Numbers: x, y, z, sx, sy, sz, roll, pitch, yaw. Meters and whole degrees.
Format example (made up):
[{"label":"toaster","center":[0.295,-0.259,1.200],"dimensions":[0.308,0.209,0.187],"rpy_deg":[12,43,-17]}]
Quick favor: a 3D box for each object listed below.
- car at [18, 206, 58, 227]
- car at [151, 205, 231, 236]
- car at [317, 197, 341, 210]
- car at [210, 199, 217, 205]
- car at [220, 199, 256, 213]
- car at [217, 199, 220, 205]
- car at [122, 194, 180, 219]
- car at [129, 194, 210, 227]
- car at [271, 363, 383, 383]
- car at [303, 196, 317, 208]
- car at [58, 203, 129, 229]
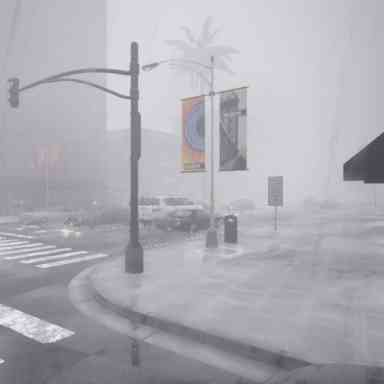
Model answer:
[{"label":"car","center":[-9.294,1.615,22.957],"dimensions":[1.895,1.301,4.718],"rpy_deg":[0,0,35]},{"label":"car","center":[0.107,1.631,19.009],"dimensions":[1.895,1.301,4.718],"rpy_deg":[0,0,35]},{"label":"car","center":[19.171,1.666,45.992],"dimensions":[1.994,1.385,4.181],"rpy_deg":[0,0,35]},{"label":"car","center":[-0.105,1.515,30.317],"dimensions":[1.882,1.535,5.008],"rpy_deg":[0,0,35]},{"label":"car","center":[5.734,1.550,38.566],"dimensions":[2.128,1.511,4.902],"rpy_deg":[0,0,35]},{"label":"car","center":[2.272,1.529,39.295],"dimensions":[1.882,1.535,5.008],"rpy_deg":[0,0,35]},{"label":"car","center":[-3.654,1.252,30.928],"dimensions":[2.150,2.045,5.566],"rpy_deg":[0,0,35]},{"label":"car","center":[-1.328,1.253,22.607],"dimensions":[2.150,2.045,5.566],"rpy_deg":[0,0,35]},{"label":"car","center":[2.224,1.551,1.259],"dimensions":[4.403,1.369,2.008],"rpy_deg":[0,0,36]},{"label":"car","center":[18.493,1.458,50.660],"dimensions":[2.097,1.767,4.553],"rpy_deg":[0,0,35]},{"label":"car","center":[-5.775,1.568,22.294],"dimensions":[2.033,1.411,5.357],"rpy_deg":[0,0,35]}]
